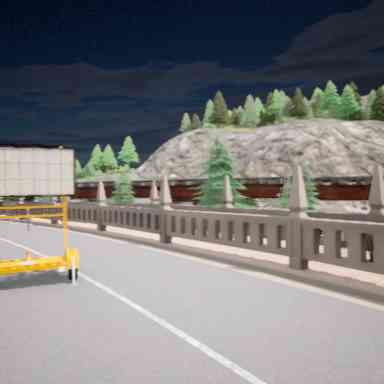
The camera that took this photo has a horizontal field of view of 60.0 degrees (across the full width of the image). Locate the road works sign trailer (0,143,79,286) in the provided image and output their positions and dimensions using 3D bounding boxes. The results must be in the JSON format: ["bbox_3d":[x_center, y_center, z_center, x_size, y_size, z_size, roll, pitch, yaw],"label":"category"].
[{"bbox_3d":[-4.401,0.519,8.952,2.380,3.560,2.880,-1,0,-25],"label":"road works sign trailer"}]
